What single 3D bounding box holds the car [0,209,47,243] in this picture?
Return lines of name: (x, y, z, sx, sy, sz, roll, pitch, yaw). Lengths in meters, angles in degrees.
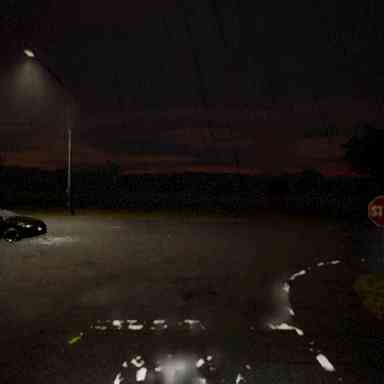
car: (-9.003, 1.484, 15.337, 4.181, 1.385, 1.994, 1, 1, 0)
